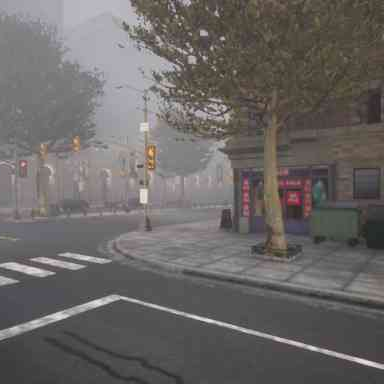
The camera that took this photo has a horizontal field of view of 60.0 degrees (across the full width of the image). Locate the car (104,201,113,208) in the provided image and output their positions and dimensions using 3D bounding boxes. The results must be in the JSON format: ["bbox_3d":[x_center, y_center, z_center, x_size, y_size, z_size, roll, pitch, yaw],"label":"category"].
[{"bbox_3d":[-10.283,1.595,47.904,1.895,1.301,4.718,0,0,36],"label":"car"}]

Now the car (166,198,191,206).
[{"bbox_3d":[-2.179,1.601,53.759,1.895,1.301,4.718,0,0,36],"label":"car"}]

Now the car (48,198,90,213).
[{"bbox_3d":[-13.908,1.505,37.471,1.837,1.490,4.892,0,0,36],"label":"car"}]

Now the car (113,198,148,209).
[{"bbox_3d":[-8.070,1.526,45.563,1.812,1.442,4.674,0,0,36],"label":"car"}]
